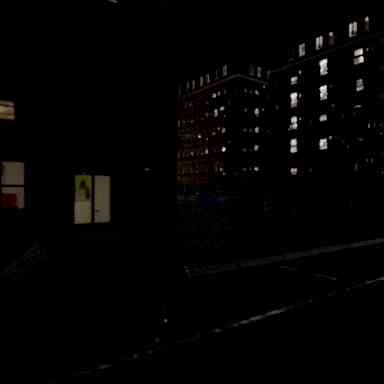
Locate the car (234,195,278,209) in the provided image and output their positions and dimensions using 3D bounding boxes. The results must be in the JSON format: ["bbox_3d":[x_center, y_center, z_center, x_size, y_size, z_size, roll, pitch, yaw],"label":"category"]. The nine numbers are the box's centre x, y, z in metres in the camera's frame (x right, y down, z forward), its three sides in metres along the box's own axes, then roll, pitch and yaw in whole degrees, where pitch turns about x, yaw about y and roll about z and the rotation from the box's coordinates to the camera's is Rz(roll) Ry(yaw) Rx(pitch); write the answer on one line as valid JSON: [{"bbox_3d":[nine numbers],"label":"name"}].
[{"bbox_3d":[7.120,1.106,37.451,1.895,1.301,4.718,1,1,-36],"label":"car"}]

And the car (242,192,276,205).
[{"bbox_3d":[8.945,0.885,44.643,1.967,1.590,4.097,2,0,-36],"label":"car"}]

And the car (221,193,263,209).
[{"bbox_3d":[5.546,1.035,35.066,1.887,1.381,4.507,2,0,-36],"label":"car"}]

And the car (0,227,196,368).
[{"bbox_3d":[-2.020,1.439,5.268,4.097,1.590,1.967,0,1,-35],"label":"car"}]

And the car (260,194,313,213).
[{"bbox_3d":[8.826,1.141,30.427,1.887,1.381,4.507,2,0,-36],"label":"car"}]

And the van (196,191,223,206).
[{"bbox_3d":[2.208,0.725,39.665,1.690,1.788,3.998,2,0,-36],"label":"van"}]
